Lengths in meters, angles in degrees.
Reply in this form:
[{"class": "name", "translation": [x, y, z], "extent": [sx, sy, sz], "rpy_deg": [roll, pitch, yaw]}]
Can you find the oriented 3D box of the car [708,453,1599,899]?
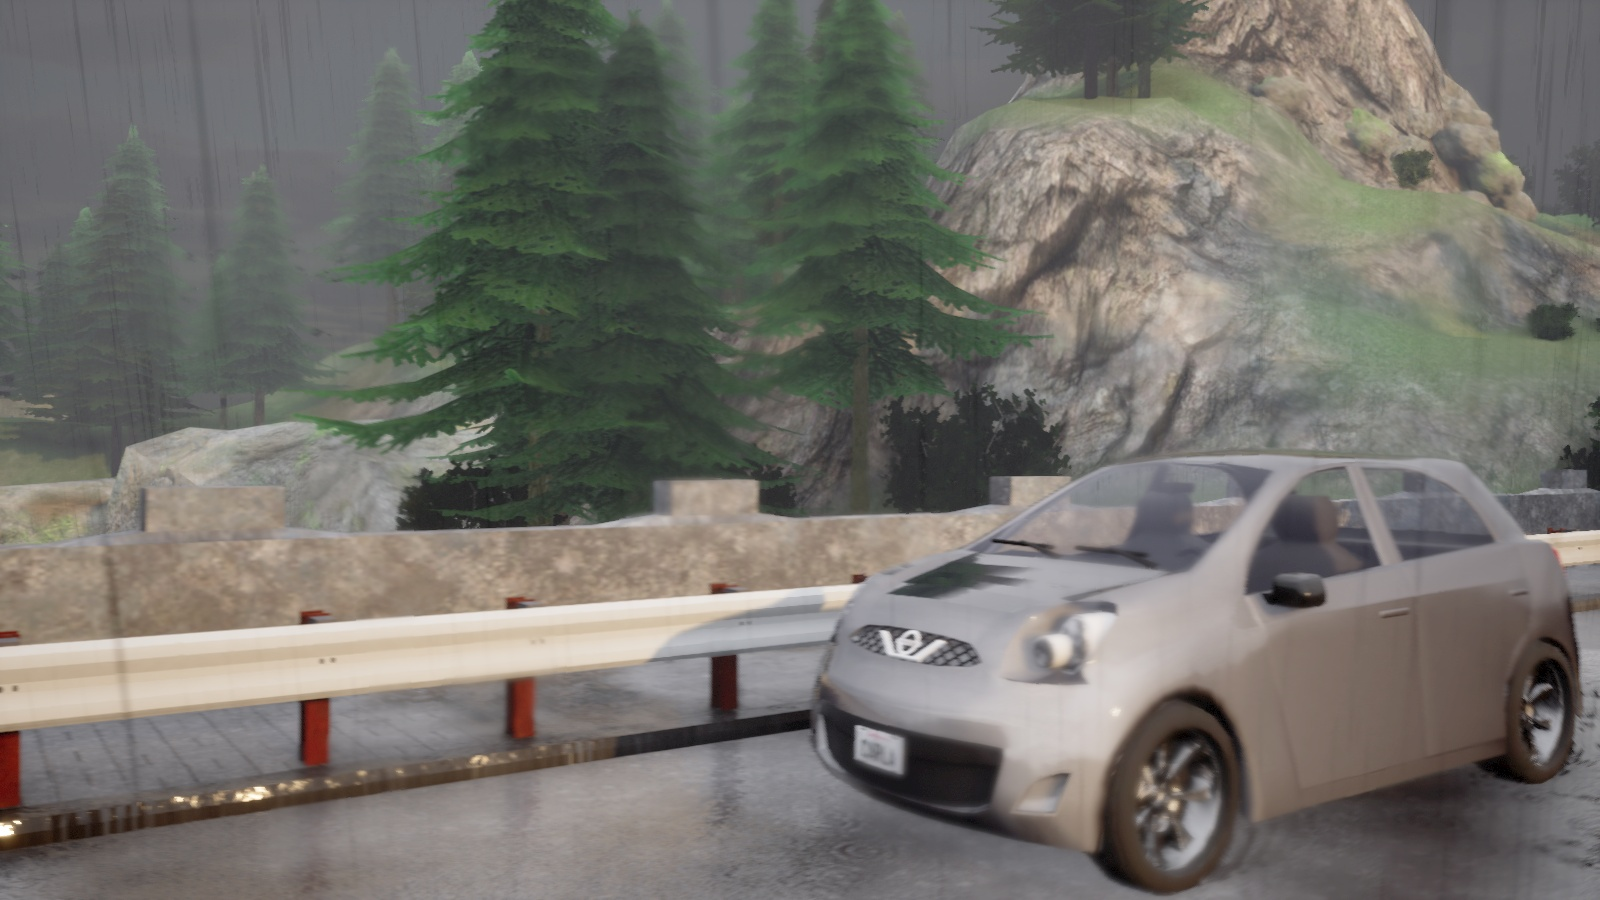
[{"class": "car", "translation": [1.645, 0.768, 5.412], "extent": [3.633, 1.501, 1.845], "rpy_deg": [0, 0, -35]}]
